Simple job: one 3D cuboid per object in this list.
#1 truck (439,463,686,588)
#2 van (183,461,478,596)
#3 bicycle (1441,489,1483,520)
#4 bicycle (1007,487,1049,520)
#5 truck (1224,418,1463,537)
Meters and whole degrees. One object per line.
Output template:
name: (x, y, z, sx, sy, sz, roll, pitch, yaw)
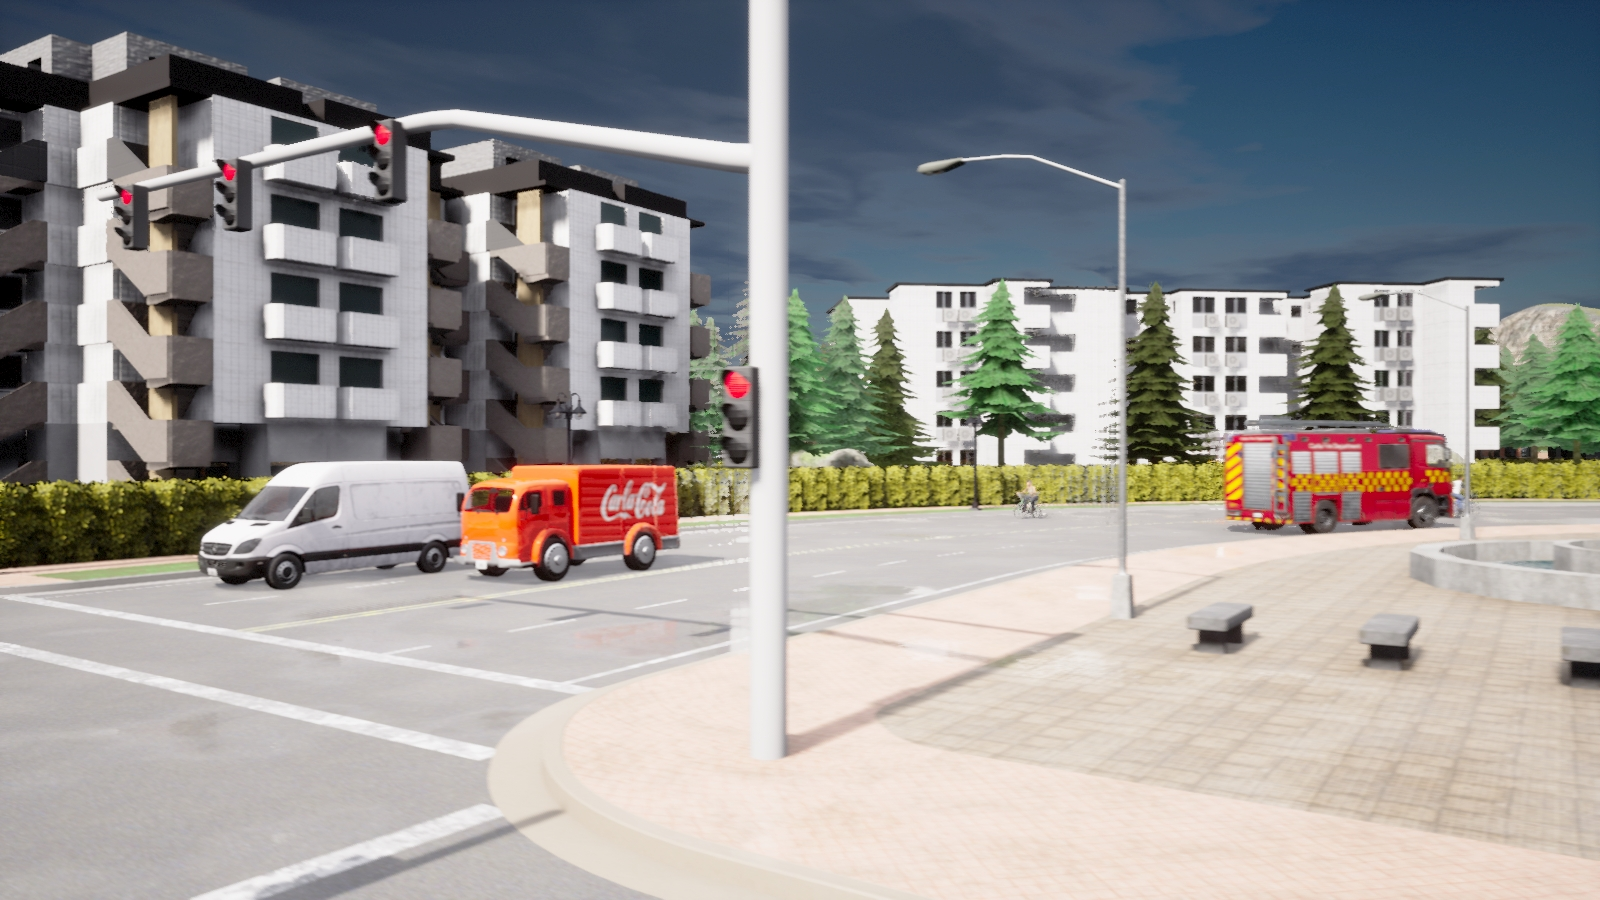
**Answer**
truck: (-5.275, 1.573, 26.131, 2.627, 2.467, 5.204, 0, 0, 33)
van: (-10.079, 1.540, 25.124, 1.988, 2.561, 5.915, 0, 0, 33)
bicycle: (26.881, 2.207, 46.382, 1.643, 1.196, 0.373, 0, 1, -12)
bicycle: (9.245, 2.163, 46.374, 1.487, 1.276, 0.859, 0, 0, -33)
truck: (19.133, 0.892, 40.105, 8.468, 3.827, 2.891, 0, 0, -26)
